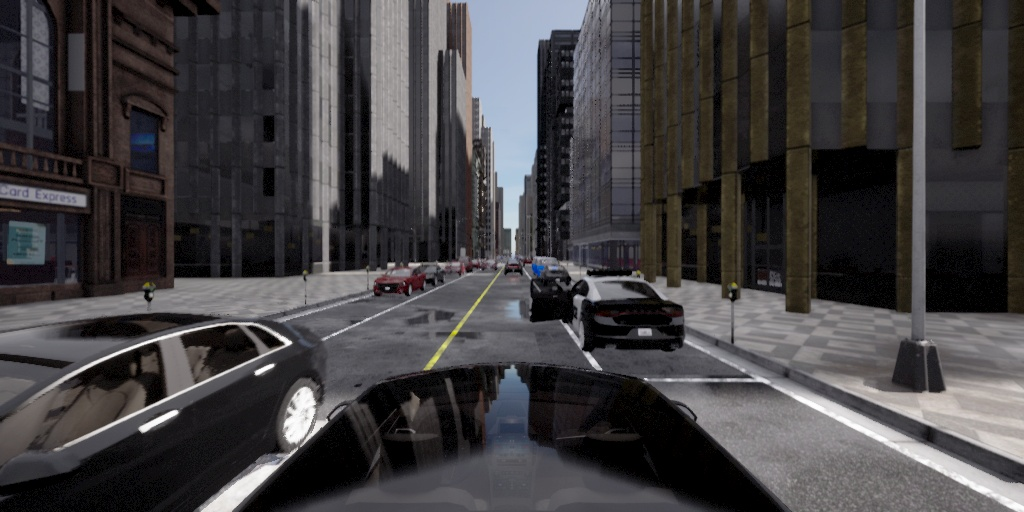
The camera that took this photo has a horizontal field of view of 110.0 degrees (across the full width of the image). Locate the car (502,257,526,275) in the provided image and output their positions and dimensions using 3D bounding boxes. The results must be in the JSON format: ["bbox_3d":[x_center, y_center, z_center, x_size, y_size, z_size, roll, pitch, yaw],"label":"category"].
[{"bbox_3d":[0.172,1.159,36.841,1.837,1.490,4.892,0,0,1],"label":"car"}]

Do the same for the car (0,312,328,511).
[{"bbox_3d":[-3.099,1.253,2.324,1.837,1.490,4.892,0,0,0],"label":"car"}]

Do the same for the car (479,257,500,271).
[{"bbox_3d":[-2.871,1.181,46.757,1.812,1.442,4.674,0,0,0],"label":"car"}]

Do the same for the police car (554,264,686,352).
[{"bbox_3d":[2.388,1.154,9.004,1.930,1.638,5.238,0,0,0],"label":"police car"}]

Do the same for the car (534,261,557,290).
[{"bbox_3d":[2.827,1.237,24.310,2.007,1.370,4.403,0,0,0],"label":"car"}]

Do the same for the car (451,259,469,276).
[{"bbox_3d":[-5.666,1.239,35.554,1.802,1.307,4.207,0,0,0],"label":"car"}]

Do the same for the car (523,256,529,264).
[{"bbox_3d":[2.940,0.901,63.641,2.192,1.841,5.009,0,0,0],"label":"car"}]

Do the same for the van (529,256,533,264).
[{"bbox_3d":[2.859,0.997,35.548,1.690,1.789,3.998,0,0,0],"label":"van"}]

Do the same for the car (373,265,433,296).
[{"bbox_3d":[-5.714,1.247,18.699,1.888,1.381,4.507,0,0,0],"label":"car"}]

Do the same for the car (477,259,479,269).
[{"bbox_3d":[-5.617,1.159,52.409,1.888,1.381,4.507,0,0,0],"label":"car"}]

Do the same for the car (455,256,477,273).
[{"bbox_3d":[-5.650,0.957,41.172,2.192,1.841,5.009,0,0,0],"label":"car"}]

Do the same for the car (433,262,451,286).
[{"bbox_3d":[-5.698,1.253,24.318,1.948,1.339,4.313,0,0,0],"label":"car"}]

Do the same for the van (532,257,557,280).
[{"bbox_3d":[2.843,1.012,29.929,1.690,1.789,3.998,0,0,0],"label":"van"}]
